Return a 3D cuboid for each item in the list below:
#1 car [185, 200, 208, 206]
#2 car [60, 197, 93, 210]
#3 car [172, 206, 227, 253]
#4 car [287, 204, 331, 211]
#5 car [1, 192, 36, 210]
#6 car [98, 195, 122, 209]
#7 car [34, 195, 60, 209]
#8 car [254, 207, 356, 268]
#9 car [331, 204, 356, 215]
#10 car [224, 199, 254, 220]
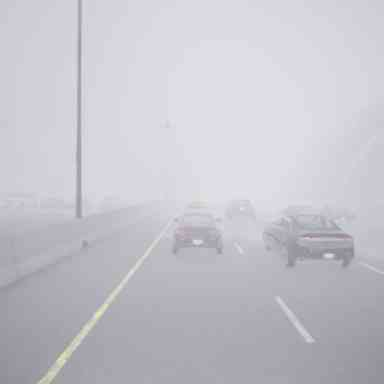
[{"bbox_3d":[0.394,1.426,29.347,1.882,1.535,5.008,0,0,1],"label":"car"},{"bbox_3d":[-13.668,1.400,40.446,2.033,1.411,5.357,0,0,1],"label":"car"},{"bbox_3d":[0.212,1.502,13.492,1.812,1.442,4.674,0,0,1],"label":"car"},{"bbox_3d":[7.299,1.545,22.812,2.033,1.411,5.357,0,0,1],"label":"car"},{"bbox_3d":[-20.666,1.037,40.184,2.150,2.045,5.566,0,0,1],"label":"car"},{"bbox_3d":[-10.150,1.220,41.507,2.097,1.767,4.553,0,0,1],"label":"car"},{"bbox_3d":[-17.153,1.336,41.167,1.837,1.490,4.892,0,0,1],"label":"car"},{"bbox_3d":[3.688,1.490,11.295,2.128,1.511,4.902,0,0,1],"label":"car"},{"bbox_3d":[10.849,1.612,26.010,1.895,1.301,4.718,0,0,1],"label":"car"},{"bbox_3d":[3.869,1.323,27.471,2.097,1.767,4.553,0,0,1],"label":"car"}]
